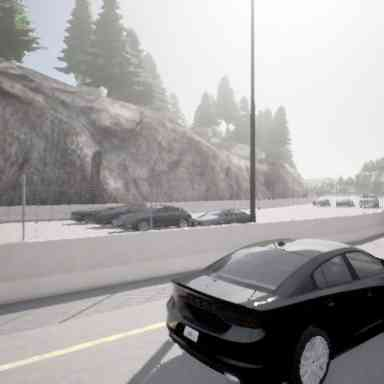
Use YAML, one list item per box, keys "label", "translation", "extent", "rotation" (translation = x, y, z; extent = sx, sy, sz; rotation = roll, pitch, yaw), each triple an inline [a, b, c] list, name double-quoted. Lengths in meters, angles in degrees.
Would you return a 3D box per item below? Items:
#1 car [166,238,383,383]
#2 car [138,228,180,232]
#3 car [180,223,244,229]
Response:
- label: "car"
  translation: [1.960, 1.490, 5.348]
  extent: [5.008, 1.535, 1.882]
  rotation: [0, 0, -37]
- label: "car"
  translation: [-2.162, 1.552, 20.157]
  extent: [4.892, 1.490, 1.837]
  rotation: [0, 0, -40]
- label: "car"
  translation: [1.729, 1.607, 18.853]
  extent: [4.181, 1.385, 1.994]
  rotation: [0, 0, -40]
